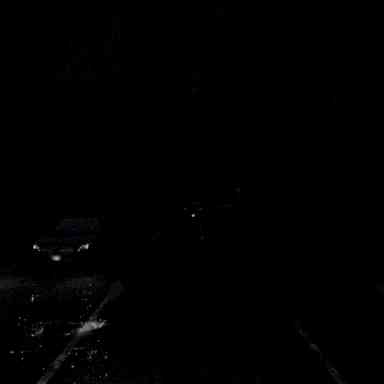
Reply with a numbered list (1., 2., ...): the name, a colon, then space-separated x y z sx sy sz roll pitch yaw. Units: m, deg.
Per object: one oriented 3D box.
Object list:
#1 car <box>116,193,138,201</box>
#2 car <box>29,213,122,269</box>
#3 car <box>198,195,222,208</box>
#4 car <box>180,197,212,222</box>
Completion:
1. car: -13.461 1.006 69.101 2.097 1.767 4.553 0 0 39
2. car: -3.597 1.469 11.135 1.812 1.442 4.674 0 0 0
3. car: 1.992 1.390 41.809 1.895 1.301 4.718 0 0 32
4. car: 0.105 1.365 24.712 2.128 1.511 4.902 0 0 0
